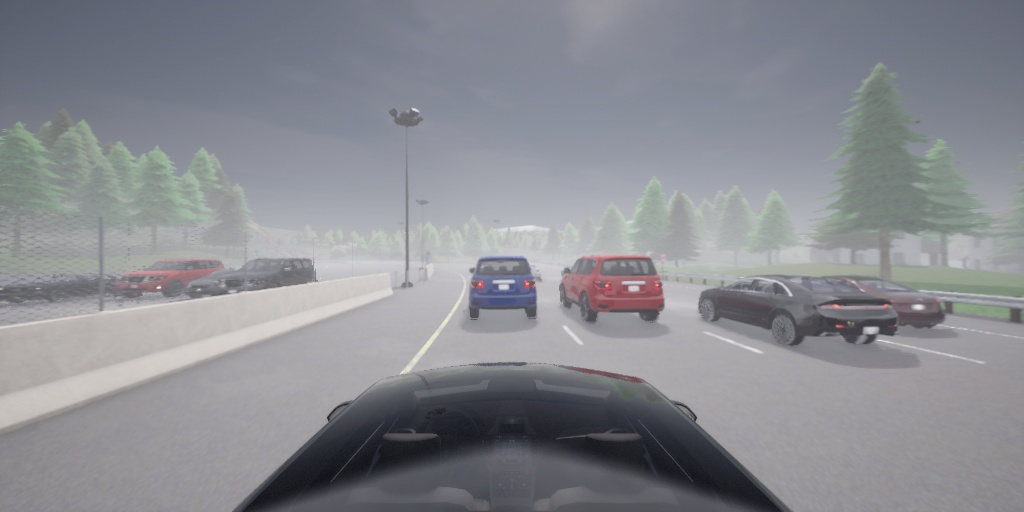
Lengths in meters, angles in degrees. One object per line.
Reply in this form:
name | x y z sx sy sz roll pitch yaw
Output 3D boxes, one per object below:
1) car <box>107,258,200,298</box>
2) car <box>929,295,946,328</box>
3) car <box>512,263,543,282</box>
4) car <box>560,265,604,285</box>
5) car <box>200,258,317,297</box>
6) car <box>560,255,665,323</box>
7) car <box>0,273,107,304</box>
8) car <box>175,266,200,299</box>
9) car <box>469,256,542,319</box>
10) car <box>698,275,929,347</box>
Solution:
car | -18.708 1.153 20.232 2.150 2.045 5.566 0 -1 -6
car | 10.206 1.278 11.094 1.994 1.385 4.181 0 0 -3
car | 1.269 1.359 30.782 1.812 1.442 4.674 0 0 -8
car | 5.247 1.399 27.634 1.895 1.301 4.718 0 0 -7
car | -11.379 1.095 17.025 2.150 2.045 5.566 0 0 -5
car | 3.159 0.985 12.410 2.150 2.045 5.566 0 0 -3
car | -22.018 1.544 18.029 1.895 1.301 4.718 0 0 -5
car | -15.131 1.411 19.491 1.837 1.490 4.892 0 -1 -6
car | -0.393 1.010 13.158 2.150 2.045 5.566 0 0 -3
car | 6.795 1.222 9.296 2.128 1.511 4.902 0 0 -2
